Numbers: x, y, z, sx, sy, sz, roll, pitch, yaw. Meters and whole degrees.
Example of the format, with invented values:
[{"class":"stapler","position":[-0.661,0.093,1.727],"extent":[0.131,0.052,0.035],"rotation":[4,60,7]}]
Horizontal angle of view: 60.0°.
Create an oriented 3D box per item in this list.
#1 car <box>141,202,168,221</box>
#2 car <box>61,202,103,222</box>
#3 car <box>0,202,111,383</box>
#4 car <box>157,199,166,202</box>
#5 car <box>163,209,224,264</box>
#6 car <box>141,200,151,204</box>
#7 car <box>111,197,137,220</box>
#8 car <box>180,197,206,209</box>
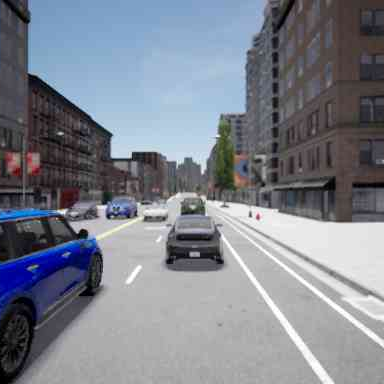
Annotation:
[{"class":"car","position":[-3.160,1.846,29.994],"extent":[1.895,1.301,4.718],"rotation":[0,-1,0]},{"class":"car","position":[-9.855,1.739,30.240],"extent":[2.128,1.511,4.902],"rotation":[0,-1,0]},{"class":"car","position":[-3.175,1.263,5.561],"extent":[2.150,2.045,5.566],"rotation":[0,0,0]},{"class":"car","position":[-6.517,2.208,72.376],"extent":[1.812,1.442,4.674],"rotation":[0,-1,0]},{"class":"car","position":[0.089,1.593,12.232],"extent":[1.837,1.490,4.892],"rotation":[0,0,0]},{"class":"car","position":[-9.767,2.355,71.310],"extent":[1.895,1.301,4.718],"rotation":[0,-1,0]},{"class":"car","position":[-6.605,1.484,31.694],"extent":[2.150,2.045,5.566],"rotation":[0,-1,0]},{"class":"car","position":[0.092,1.472,30.517],"extent":[2.150,2.045,5.566],"rotation":[0,-1,0]}]
